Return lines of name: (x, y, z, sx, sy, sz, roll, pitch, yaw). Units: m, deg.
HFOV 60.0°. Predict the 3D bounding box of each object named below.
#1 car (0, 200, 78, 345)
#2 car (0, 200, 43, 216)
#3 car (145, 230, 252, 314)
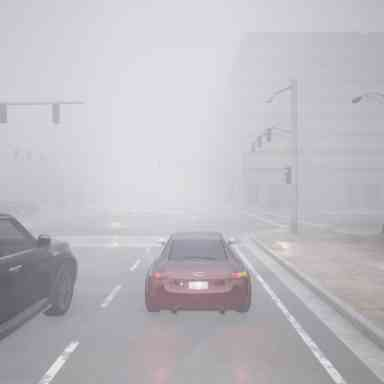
car: (-3.398, 1.221, 4.353, 2.150, 2.045, 5.566, 0, 0, 1)
car: (-17.115, 1.503, 31.708, 4.892, 1.490, 1.837, 0, 0, 0)
car: (0.111, 1.563, 7.680, 1.994, 1.385, 4.181, 0, 0, 0)
